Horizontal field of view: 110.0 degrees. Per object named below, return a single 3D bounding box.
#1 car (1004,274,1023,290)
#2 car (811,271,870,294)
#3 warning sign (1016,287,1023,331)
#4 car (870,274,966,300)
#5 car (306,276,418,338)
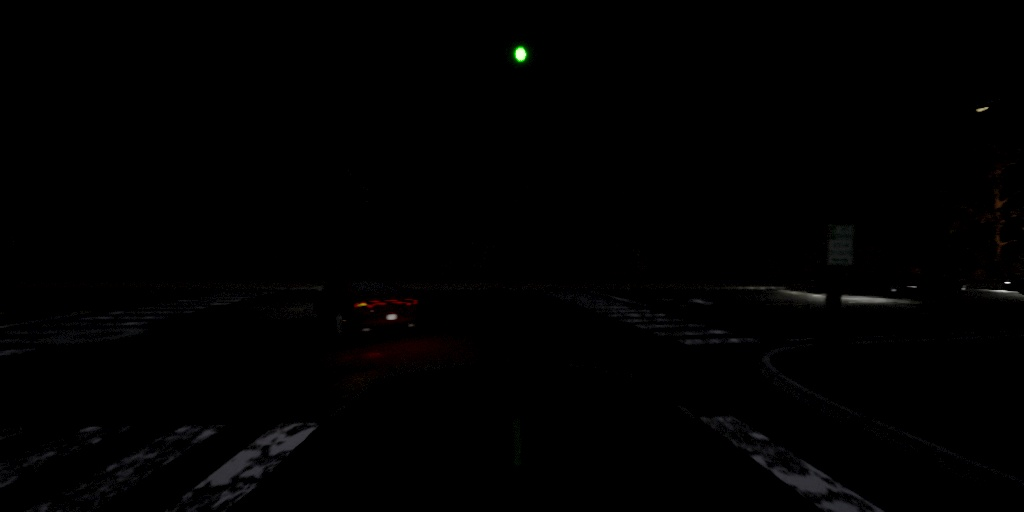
[{"bbox_3d":[44.056,2.226,30.150,4.892,1.490,1.837,1,0,-14],"label":"car"},{"bbox_3d":[23.724,1.807,25.362,5.008,1.535,1.882,1,0,-13],"label":"car"},{"bbox_3d":[15.957,1.373,10.584,1.060,1.860,1.300,0,0,-12],"label":"warning sign"},{"bbox_3d":[25.773,1.876,22.501,4.902,1.511,2.128,1,0,-13],"label":"car"},{"bbox_3d":[-4.653,1.337,10.885,1.882,1.535,5.008,2,0,-41],"label":"car"}]
